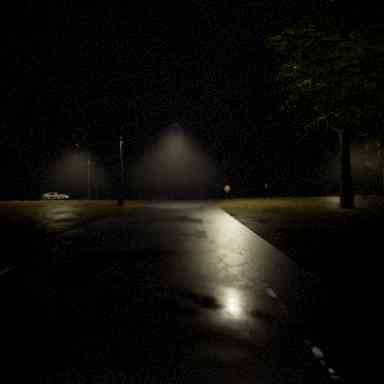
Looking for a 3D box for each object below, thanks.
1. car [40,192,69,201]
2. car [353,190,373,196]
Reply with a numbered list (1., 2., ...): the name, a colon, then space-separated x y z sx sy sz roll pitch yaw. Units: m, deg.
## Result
1. car: -23.658 0.815 57.402 4.674 1.442 1.812 -1 -2 1
2. car: 33.053 0.233 64.918 4.181 1.385 1.994 -1 -2 -1
